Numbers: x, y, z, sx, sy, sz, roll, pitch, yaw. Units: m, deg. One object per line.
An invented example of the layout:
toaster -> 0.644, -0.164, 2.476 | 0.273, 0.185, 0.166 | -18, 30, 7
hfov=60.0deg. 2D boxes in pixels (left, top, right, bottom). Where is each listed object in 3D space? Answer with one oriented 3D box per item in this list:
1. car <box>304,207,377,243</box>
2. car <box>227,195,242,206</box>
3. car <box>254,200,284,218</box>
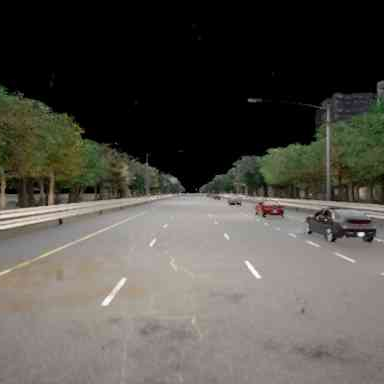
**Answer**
car -> 7.005, 1.510, 16.199 | 1.837, 1.490, 4.892 | 0, 0, 0
car -> 7.029, 1.635, 55.800 | 1.895, 1.301, 4.718 | 0, 0, 0
car -> 7.009, 1.504, 30.521 | 1.882, 1.535, 5.008 | 0, 0, 0
